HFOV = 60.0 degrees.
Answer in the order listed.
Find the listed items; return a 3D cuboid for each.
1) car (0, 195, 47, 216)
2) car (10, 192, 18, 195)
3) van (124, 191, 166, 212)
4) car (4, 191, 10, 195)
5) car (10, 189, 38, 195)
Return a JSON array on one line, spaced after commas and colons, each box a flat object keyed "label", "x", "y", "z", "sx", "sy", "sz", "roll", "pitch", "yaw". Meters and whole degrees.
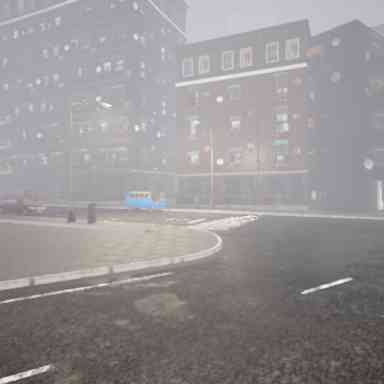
[{"label": "car", "x": -13.035, "y": 1.108, "z": 25.478, "sx": 4.206, "sy": 1.307, "sz": 1.802, "roll": 1, "pitch": 0, "yaw": 25}, {"label": "car", "x": -18.933, "y": 0.920, "z": 31.034, "sx": 4.674, "sy": 1.442, "sz": 1.812, "roll": 1, "pitch": 1, "yaw": 24}, {"label": "van", "x": -4.325, "y": 0.861, "z": 30.704, "sx": 3.998, "sy": 1.788, "sz": 1.690, "roll": 1, "pitch": 0, "yaw": 25}, {"label": "car", "x": -18.150, "y": 0.764, "z": 27.827, "sx": 5.009, "sy": 1.841, "sz": 2.192, "roll": 1, "pitch": 0, "yaw": 25}, {"label": "car", "x": -19.682, "y": 0.603, "z": 37.749, "sx": 5.009, "sy": 1.841, "sz": 2.192, "roll": 1, "pitch": 0, "yaw": 25}]
